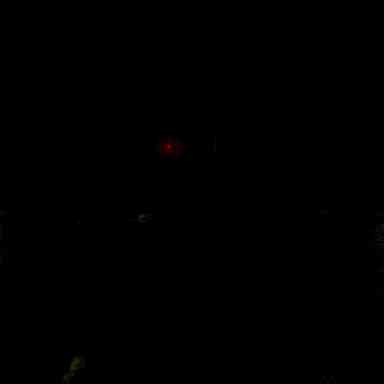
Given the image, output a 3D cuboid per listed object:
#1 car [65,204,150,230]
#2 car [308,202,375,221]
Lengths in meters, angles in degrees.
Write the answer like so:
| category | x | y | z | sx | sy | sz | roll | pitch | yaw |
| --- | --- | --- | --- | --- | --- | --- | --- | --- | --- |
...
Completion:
| category | x | y | z | sx | sy | sz | roll | pitch | yaw |
| --- | --- | --- | --- | --- | --- | --- | --- | --- | --- |
| car | -5.061 | 1.472 | 20.157 | 5.008 | 1.535 | 1.882 | 0 | 0 | 0 |
| car | 11.632 | 1.502 | 25.993 | 4.829 | 1.417 | 1.752 | 0 | -1 | 0 |
